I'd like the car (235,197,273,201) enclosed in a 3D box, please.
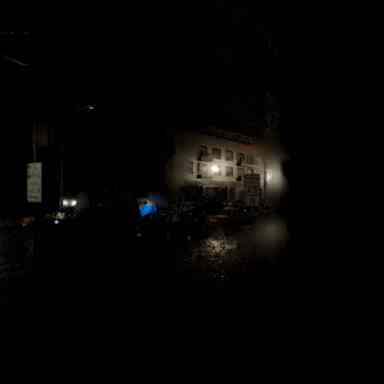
[{"bbox_3d":[6.751,1.581,36.238,1.895,1.301,4.718,0,0,36],"label":"car"}]

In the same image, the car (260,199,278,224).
[{"bbox_3d":[5.855,1.526,24.883,1.752,1.417,4.829,0,0,36],"label":"car"}]

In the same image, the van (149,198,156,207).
[{"bbox_3d":[-4.483,1.321,25.151,1.690,1.788,3.998,0,0,36],"label":"van"}]

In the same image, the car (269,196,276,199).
[{"bbox_3d":[8.836,1.534,43.505,1.947,1.339,4.313,0,0,36],"label":"car"}]

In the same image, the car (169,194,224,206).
[{"bbox_3d":[0.682,1.208,27.890,2.150,2.045,5.566,0,0,36],"label":"car"}]

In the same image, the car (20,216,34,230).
[{"bbox_3d":[-7.913,1.504,20.425,1.752,1.417,4.829,0,0,36],"label":"car"}]

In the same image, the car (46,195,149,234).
[{"bbox_3d":[-5.407,1.207,19.507,2.150,2.045,5.566,0,0,36],"label":"car"}]

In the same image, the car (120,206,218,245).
[{"bbox_3d":[-0.903,1.550,15.570,2.008,1.369,4.403,0,0,36],"label":"car"}]

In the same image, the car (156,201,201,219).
[{"bbox_3d":[-1.153,1.562,29.741,1.802,1.307,4.206,0,0,36],"label":"car"}]

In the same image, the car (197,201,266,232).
[{"bbox_3d":[2.526,1.526,20.294,1.752,1.417,4.829,0,0,36],"label":"car"}]

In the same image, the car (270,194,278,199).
[{"bbox_3d":[12.167,1.278,48.094,2.192,1.841,5.009,0,0,36],"label":"car"}]

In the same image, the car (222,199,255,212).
[{"bbox_3d":[5.507,1.539,38.917,1.947,1.339,4.313,0,0,36],"label":"car"}]
